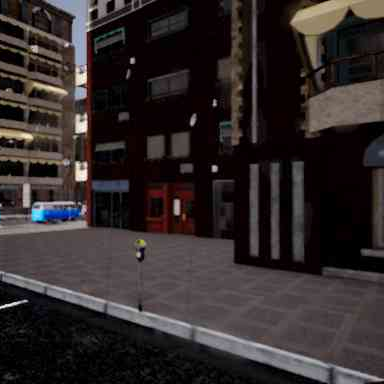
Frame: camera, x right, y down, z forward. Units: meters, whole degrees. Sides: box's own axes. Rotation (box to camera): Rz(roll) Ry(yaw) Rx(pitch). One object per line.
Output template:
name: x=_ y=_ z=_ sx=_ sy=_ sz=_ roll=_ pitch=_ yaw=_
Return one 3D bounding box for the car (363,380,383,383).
car: x=2.599 y=1.547 z=1.019 sx=4.403 sy=1.369 sz=2.008 roll=0 pitch=0 yaw=36

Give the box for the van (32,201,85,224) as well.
van: x=-11.659 y=1.769 z=28.689 sx=1.690 sy=1.788 sz=3.998 roll=-1 pitch=-2 yaw=35
